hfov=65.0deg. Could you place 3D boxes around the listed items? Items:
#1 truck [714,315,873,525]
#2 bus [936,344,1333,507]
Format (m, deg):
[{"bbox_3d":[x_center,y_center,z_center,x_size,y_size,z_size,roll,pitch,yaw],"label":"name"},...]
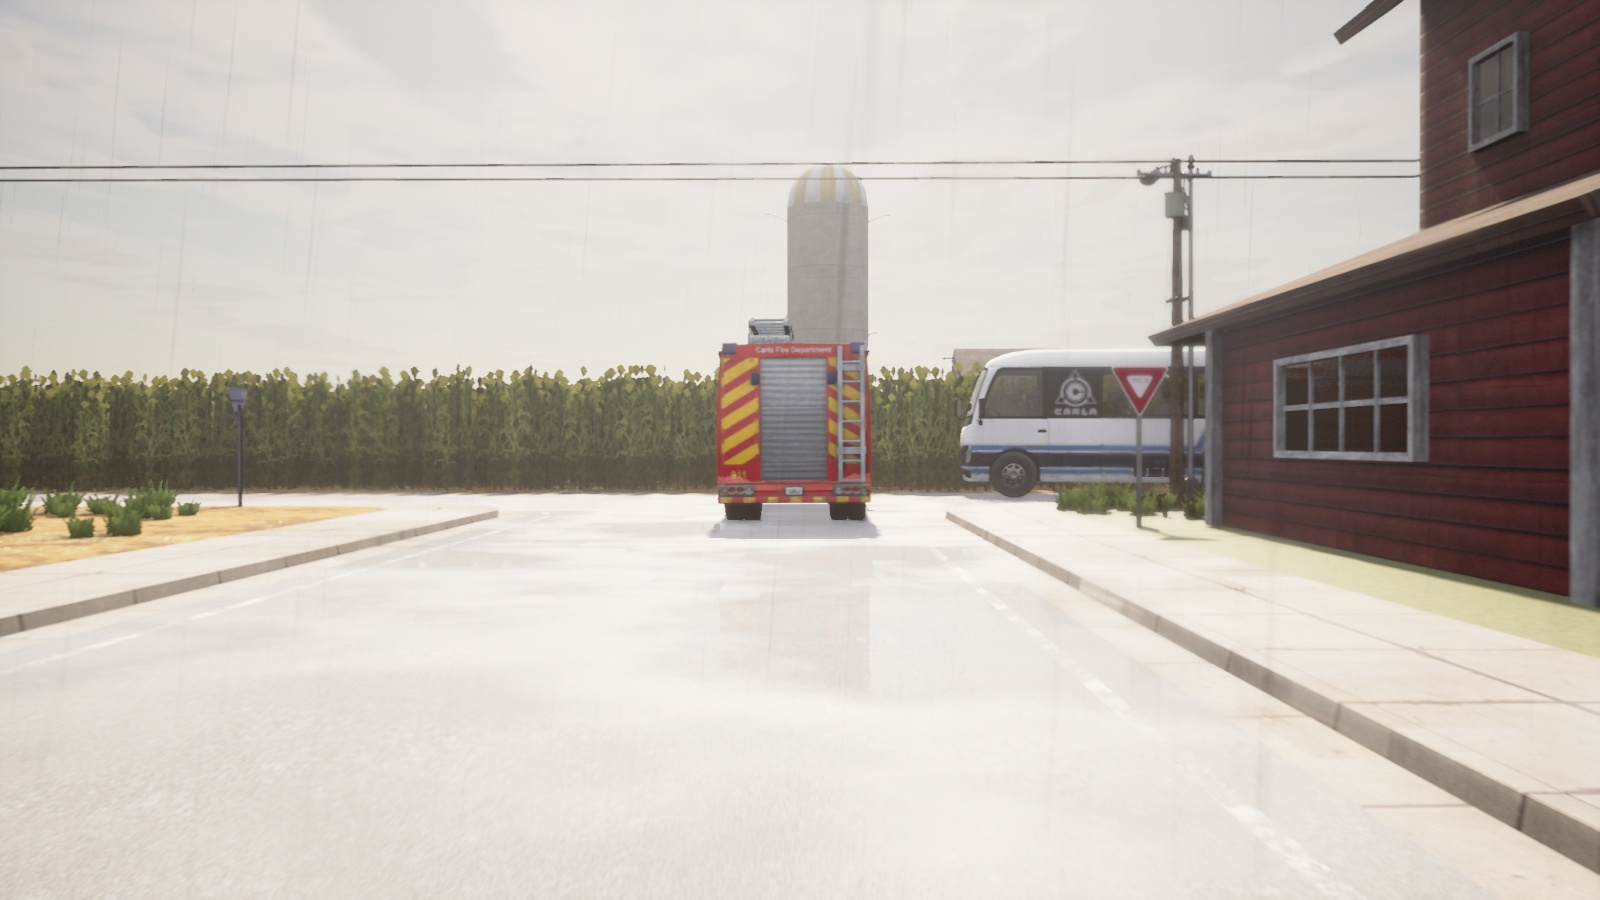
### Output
[{"bbox_3d":[-0.029,-0.564,27.269,2.891,3.827,8.468,0,0,1],"label":"truck"},{"bbox_3d":[9.069,-0.707,35.437,10.273,4.253,3.944,0,1,8],"label":"bus"}]
